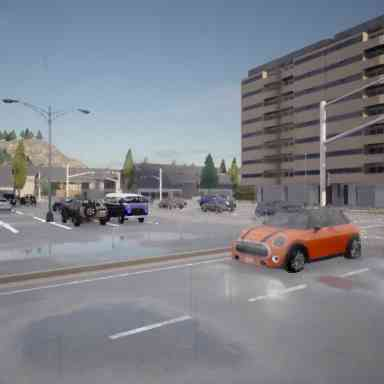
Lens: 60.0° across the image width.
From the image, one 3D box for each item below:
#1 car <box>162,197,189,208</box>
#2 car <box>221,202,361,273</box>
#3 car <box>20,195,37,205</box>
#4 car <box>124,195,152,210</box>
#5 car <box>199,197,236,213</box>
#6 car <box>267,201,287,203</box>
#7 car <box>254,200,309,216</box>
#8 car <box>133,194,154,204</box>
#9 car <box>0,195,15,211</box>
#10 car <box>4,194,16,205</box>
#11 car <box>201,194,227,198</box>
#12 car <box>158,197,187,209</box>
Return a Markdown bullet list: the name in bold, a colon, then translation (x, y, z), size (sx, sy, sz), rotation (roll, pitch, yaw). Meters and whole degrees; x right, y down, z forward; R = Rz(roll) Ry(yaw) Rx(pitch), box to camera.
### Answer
- **car**: translation (-2.635, 1.560, 50.838), size (1.837, 1.490, 4.892), rotation (0, 0, -35)
- **car**: translation (3.446, 1.352, 10.778), size (4.553, 1.767, 2.097), rotation (0, 0, -36)
- **car**: translation (-27.275, 1.209, 55.347), size (1.932, 1.855, 4.605), rotation (0, 0, -35)
- **car**: translation (-8.710, 1.656, 53.387), size (1.895, 1.301, 4.718), rotation (0, 0, -35)
- **car**: translation (2.832, 1.619, 37.091), size (1.994, 1.385, 4.181), rotation (0, 0, -35)
- **car**: translation (7.700, 1.619, 30.239), size (1.994, 1.385, 4.181), rotation (0, 0, -35)
- **car**: translation (9.092, 1.603, 34.319), size (2.033, 1.411, 5.357), rotation (0, 0, -35)
- **car**: translation (-9.298, 1.547, 66.560), size (2.128, 1.511, 4.902), rotation (0, 0, -35)
- **car**: translation (-21.807, 1.451, 37.892), size (1.970, 1.475, 3.806), rotation (0, 0, -35)
- **car**: translation (-29.671, 1.212, 53.722), size (1.905, 1.878, 3.866), rotation (0, 0, -35)
- **car**: translation (3.201, 1.277, 42.606), size (2.150, 2.045, 5.566), rotation (0, 0, -35)
- **car**: translation (-2.938, 1.619, 45.207), size (1.994, 1.385, 4.181), rotation (0, 0, -35)
